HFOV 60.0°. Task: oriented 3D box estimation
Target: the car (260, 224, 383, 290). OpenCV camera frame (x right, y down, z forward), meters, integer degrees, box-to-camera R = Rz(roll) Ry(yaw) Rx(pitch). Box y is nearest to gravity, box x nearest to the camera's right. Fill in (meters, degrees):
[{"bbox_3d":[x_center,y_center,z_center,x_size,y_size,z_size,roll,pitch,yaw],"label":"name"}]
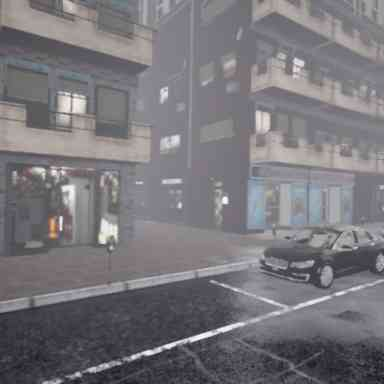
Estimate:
[{"bbox_3d":[3.769,1.594,9.190,4.403,1.369,2.008,0,1,-35],"label":"car"}]
